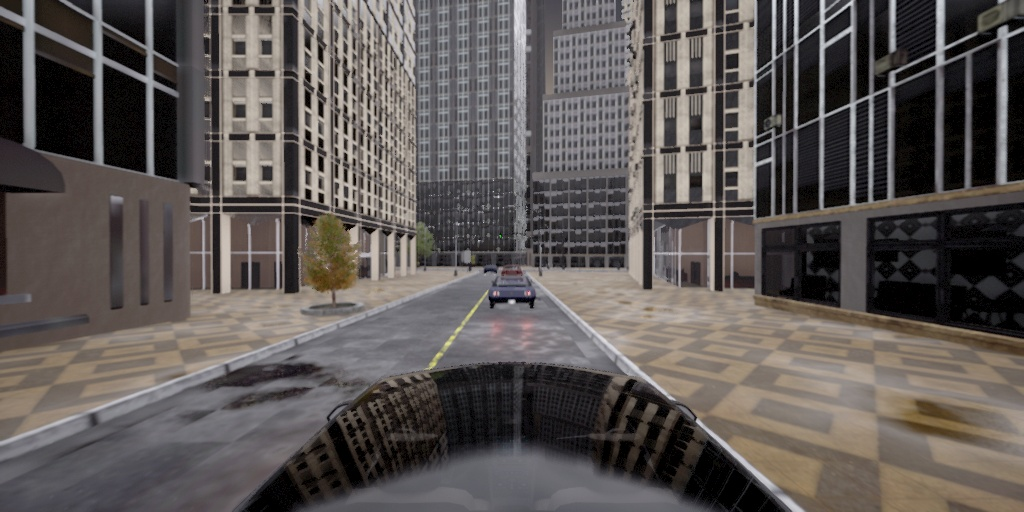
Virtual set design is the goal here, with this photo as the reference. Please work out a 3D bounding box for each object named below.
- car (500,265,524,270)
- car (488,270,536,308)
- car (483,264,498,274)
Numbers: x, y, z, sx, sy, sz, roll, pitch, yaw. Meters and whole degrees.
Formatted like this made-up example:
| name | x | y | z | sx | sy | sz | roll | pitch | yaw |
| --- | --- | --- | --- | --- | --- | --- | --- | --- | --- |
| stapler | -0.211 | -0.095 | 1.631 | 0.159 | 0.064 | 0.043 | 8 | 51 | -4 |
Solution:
| name | x | y | z | sx | sy | sz | roll | pitch | yaw |
| --- | --- | --- | --- | --- | --- | --- | --- | --- | --- |
| car | 0.003 | 1.518 | 31.318 | 1.882 | 1.535 | 5.008 | 0 | 0 | 0 |
| car | 0.001 | 1.487 | 15.945 | 1.895 | 1.301 | 4.718 | 0 | -1 | 0 |
| car | -3.004 | 1.839 | 50.564 | 1.895 | 1.301 | 4.718 | 0 | -1 | 0 |
